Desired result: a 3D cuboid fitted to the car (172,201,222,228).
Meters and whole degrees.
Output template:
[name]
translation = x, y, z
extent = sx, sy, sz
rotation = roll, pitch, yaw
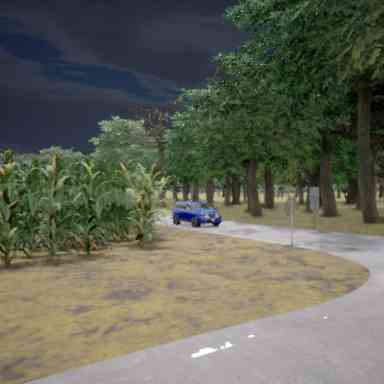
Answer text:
[car]
translation = 0.264, 1.835, 27.937
extent = 2.150, 2.045, 5.566
rotation = -1, -1, -29
